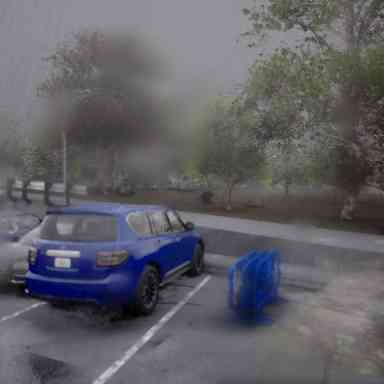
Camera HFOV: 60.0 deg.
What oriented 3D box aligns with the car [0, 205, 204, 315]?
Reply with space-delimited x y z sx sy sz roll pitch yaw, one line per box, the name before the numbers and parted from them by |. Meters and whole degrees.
car | -1.344 1.315 8.057 2.435 2.045 5.566 -1 -1 17
